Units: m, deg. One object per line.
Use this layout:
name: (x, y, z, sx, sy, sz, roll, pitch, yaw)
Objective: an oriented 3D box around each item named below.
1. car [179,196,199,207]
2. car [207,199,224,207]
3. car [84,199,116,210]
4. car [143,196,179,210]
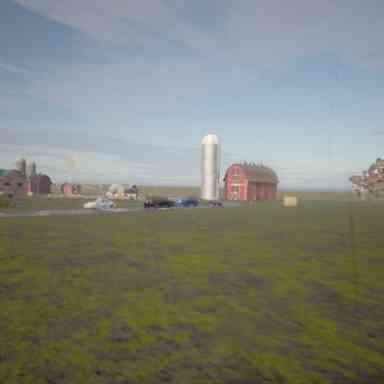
car: (-0.969, 1.679, 60.688, 2.150, 2.045, 5.566, 1, 0, 37)
car: (4.486, 2.121, 64.034, 1.837, 1.490, 4.892, 1, 0, 28)
car: (-12.481, 1.690, 45.313, 1.812, 1.442, 4.674, 1, 0, 37)
car: (-4.980, 1.581, 50.483, 2.150, 2.045, 5.566, 1, 0, 37)
